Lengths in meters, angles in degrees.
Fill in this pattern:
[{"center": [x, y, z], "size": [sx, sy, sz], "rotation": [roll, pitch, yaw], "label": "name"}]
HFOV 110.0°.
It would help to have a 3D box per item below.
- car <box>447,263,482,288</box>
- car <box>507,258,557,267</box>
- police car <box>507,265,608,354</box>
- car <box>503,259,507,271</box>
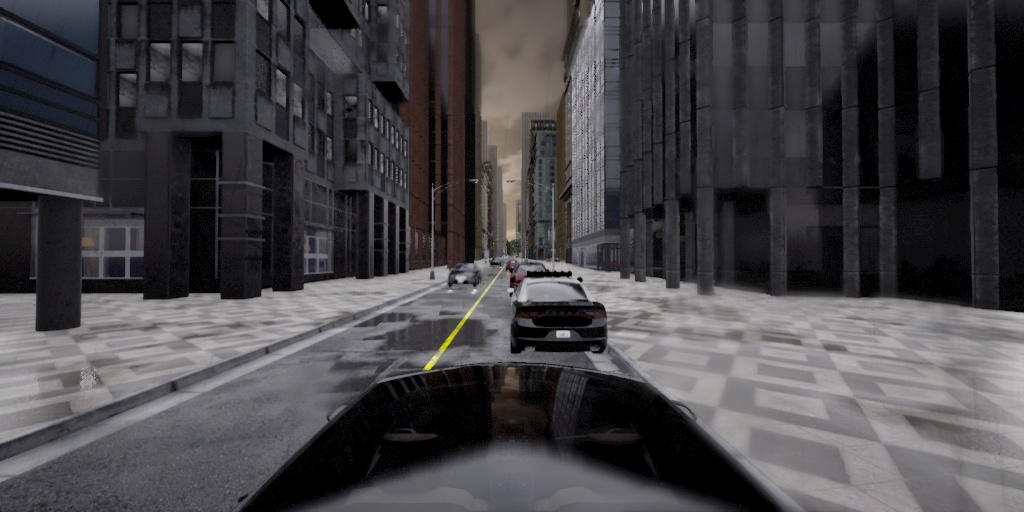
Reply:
[{"center": [-3.075, 1.234, 23.969], "size": [2.128, 1.511, 4.902], "rotation": [0, 0, 0], "label": "car"}, {"center": [0.919, 1.097, 18.772], "size": [2.097, 1.767, 4.553], "rotation": [0, 0, 0], "label": "car"}, {"center": [0.907, 1.175, 8.911], "size": [1.930, 1.638, 5.238], "rotation": [0, 0, 0], "label": "police car"}, {"center": [0.117, 1.256, 48.363], "size": [1.812, 1.442, 4.674], "rotation": [0, 0, 1], "label": "car"}]
